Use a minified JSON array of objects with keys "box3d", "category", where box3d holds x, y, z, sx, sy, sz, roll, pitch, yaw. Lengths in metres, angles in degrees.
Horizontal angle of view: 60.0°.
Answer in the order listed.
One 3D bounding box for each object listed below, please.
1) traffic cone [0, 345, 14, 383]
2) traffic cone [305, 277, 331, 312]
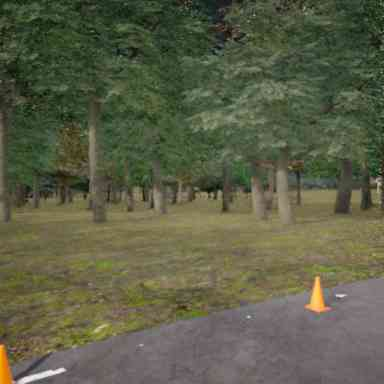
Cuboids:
[{"box3d":[-2.024,1.931,3.551,0.340,0.580,0.340,0,0,-35],"category":"traffic cone"},{"box3d":[2.393,1.912,6.328,0.340,0.580,0.340,0,0,-30],"category":"traffic cone"}]
